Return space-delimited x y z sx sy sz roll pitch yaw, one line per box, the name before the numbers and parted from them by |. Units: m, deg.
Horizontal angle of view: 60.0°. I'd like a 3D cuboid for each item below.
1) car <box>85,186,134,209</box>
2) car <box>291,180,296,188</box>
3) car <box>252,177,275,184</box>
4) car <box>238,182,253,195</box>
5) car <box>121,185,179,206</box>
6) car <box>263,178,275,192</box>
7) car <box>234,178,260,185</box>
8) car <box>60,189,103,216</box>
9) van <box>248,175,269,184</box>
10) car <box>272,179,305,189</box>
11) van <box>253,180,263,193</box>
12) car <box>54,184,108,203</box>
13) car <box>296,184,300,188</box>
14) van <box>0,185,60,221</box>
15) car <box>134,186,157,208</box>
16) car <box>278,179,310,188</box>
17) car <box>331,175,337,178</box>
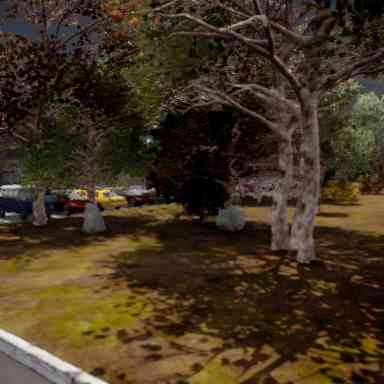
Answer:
car | -7.193 0.532 25.097 5.366 1.575 1.946 2 4 37
car | 12.729 -1.154 51.734 5.366 1.575 1.946 2 4 37
car | 16.959 -2.707 78.863 4.792 1.488 2.163 2 4 37
car | 4.575 -0.406 40.528 4.674 1.452 2.002 2 4 37
car | -3.729 0.258 29.427 4.892 1.521 2.231 2 4 37
car | 9.534 -0.837 47.201 4.792 1.488 2.163 2 4 37
car | 11.899 -2.303 72.154 5.008 1.535 2.097 2 4 37
car | -8.681 0.713 22.749 4.792 1.488 2.163 2 4 37
van | 15.350 -2.813 76.554 4.442 1.987 1.878 2 4 37
car | 16.203 -1.424 56.058 4.892 1.521 2.231 2 4 37
van | 6.329 -0.809 42.661 4.442 1.987 1.878 2 4 37
car | -11.088 0.077 33.653 1.882 1.535 5.008 2 4 37
car | 14.561 -1.255 53.827 4.792 1.488 2.163 2 4 37
van | -10.460 0.596 20.604 4.442 1.987 1.878 2 4 37
car | -5.360 0.429 27.189 4.792 1.488 2.163 2 4 37
car | 17.862 -1.565 58.279 5.008 1.535 2.097 2 4 37
car | 31.118 -2.976 76.046 5.566 2.045 2.435 2 4 37
